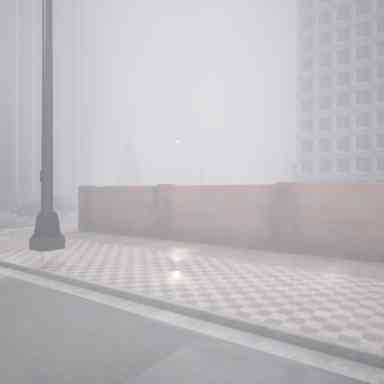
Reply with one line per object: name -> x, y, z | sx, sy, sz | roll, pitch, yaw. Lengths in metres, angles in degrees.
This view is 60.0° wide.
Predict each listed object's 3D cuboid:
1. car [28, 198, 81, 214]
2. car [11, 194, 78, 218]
car -> -14.736, 1.478, 35.885 | 1.882, 1.535, 5.008 | 0, 0, 35
car -> -13.778, 1.221, 31.164 | 2.150, 2.045, 5.566 | 0, 0, 35
